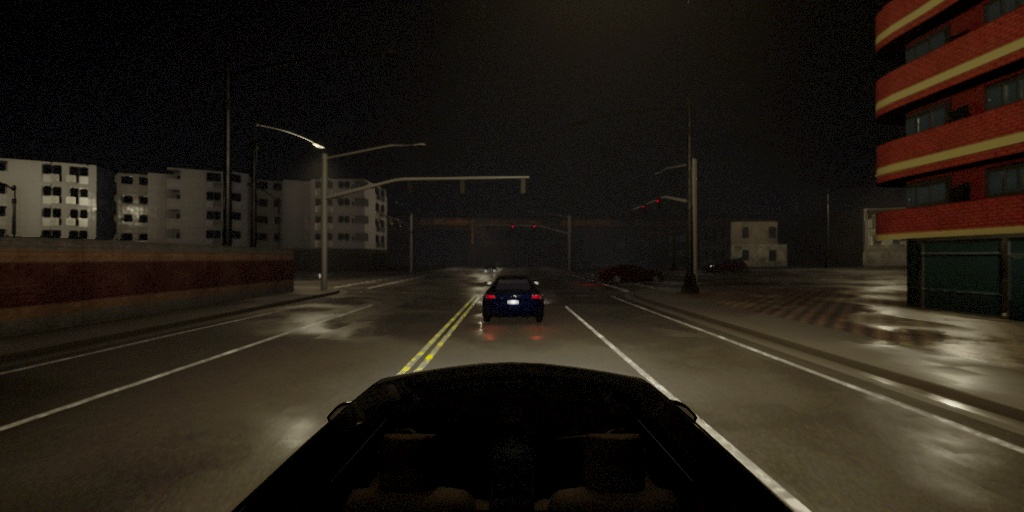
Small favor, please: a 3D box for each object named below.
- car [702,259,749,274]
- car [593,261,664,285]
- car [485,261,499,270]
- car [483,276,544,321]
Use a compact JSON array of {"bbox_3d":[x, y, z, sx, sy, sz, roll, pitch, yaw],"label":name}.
[{"bbox_3d":[24.582,1.147,41.457,4.553,1.767,2.097,-1,0,1],"label":"car"},{"bbox_3d":[9.120,1.357,27.598,5.008,1.535,1.882,0,-1,-3],"label":"car"},{"bbox_3d":[-3.816,1.700,64.147,1.837,1.490,4.892,0,0,0],"label":"car"},{"bbox_3d":[0.041,1.391,12.822,1.994,1.385,4.181,0,-1,0],"label":"car"}]
